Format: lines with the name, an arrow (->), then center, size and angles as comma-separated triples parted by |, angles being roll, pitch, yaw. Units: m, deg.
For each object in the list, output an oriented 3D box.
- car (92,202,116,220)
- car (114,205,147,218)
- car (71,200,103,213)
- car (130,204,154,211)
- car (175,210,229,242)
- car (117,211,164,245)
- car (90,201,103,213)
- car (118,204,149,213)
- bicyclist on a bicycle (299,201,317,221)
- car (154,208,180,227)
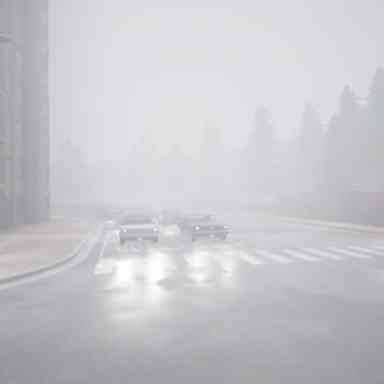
car -> -8.812, 2.193, 36.066 | 1.837, 1.490, 4.892 | 0, -1, -34
car -> -4.986, 2.013, 26.623 | 1.812, 1.442, 4.674 | -1, -1, -15
car -> -16.171, 2.259, 51.828 | 5.566, 2.045, 2.150 | -1, -1, 27
car -> -5.006, 2.202, 36.308 | 1.994, 1.385, 4.181 | 0, -1, -31
car -> 0.519, 1.884, 18.513 | 1.895, 1.301, 4.718 | -1, -1, -13
car -> -2.879, 1.920, 17.702 | 1.895, 1.301, 4.718 | -1, -1, -12
car -> -11.111, 2.350, 44.100 | 4.892, 1.490, 1.837 | -2, -1, 43
car -> -9.073, 2.532, 51.514 | 4.718, 1.301, 1.895 | -1, -1, 37
bicyclist on a bicycle -> 9.740, 1.598, 27.986 | 1.656, 1.620, 0.582 | -1, -1, -12
car -> -1.544, 2.008, 27.037 | 1.994, 1.385, 4.181 | -1, -1, -15
